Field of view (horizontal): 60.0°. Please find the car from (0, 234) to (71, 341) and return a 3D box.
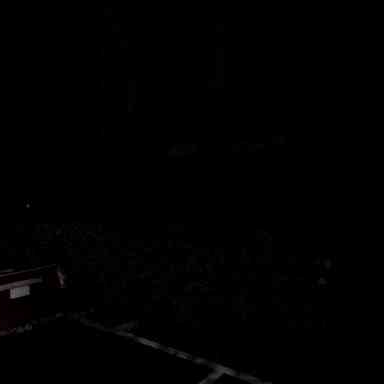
[{"bbox_3d":[-4.007,1.438,5.826,4.097,1.590,1.967,0,0,36],"label":"car"}]
